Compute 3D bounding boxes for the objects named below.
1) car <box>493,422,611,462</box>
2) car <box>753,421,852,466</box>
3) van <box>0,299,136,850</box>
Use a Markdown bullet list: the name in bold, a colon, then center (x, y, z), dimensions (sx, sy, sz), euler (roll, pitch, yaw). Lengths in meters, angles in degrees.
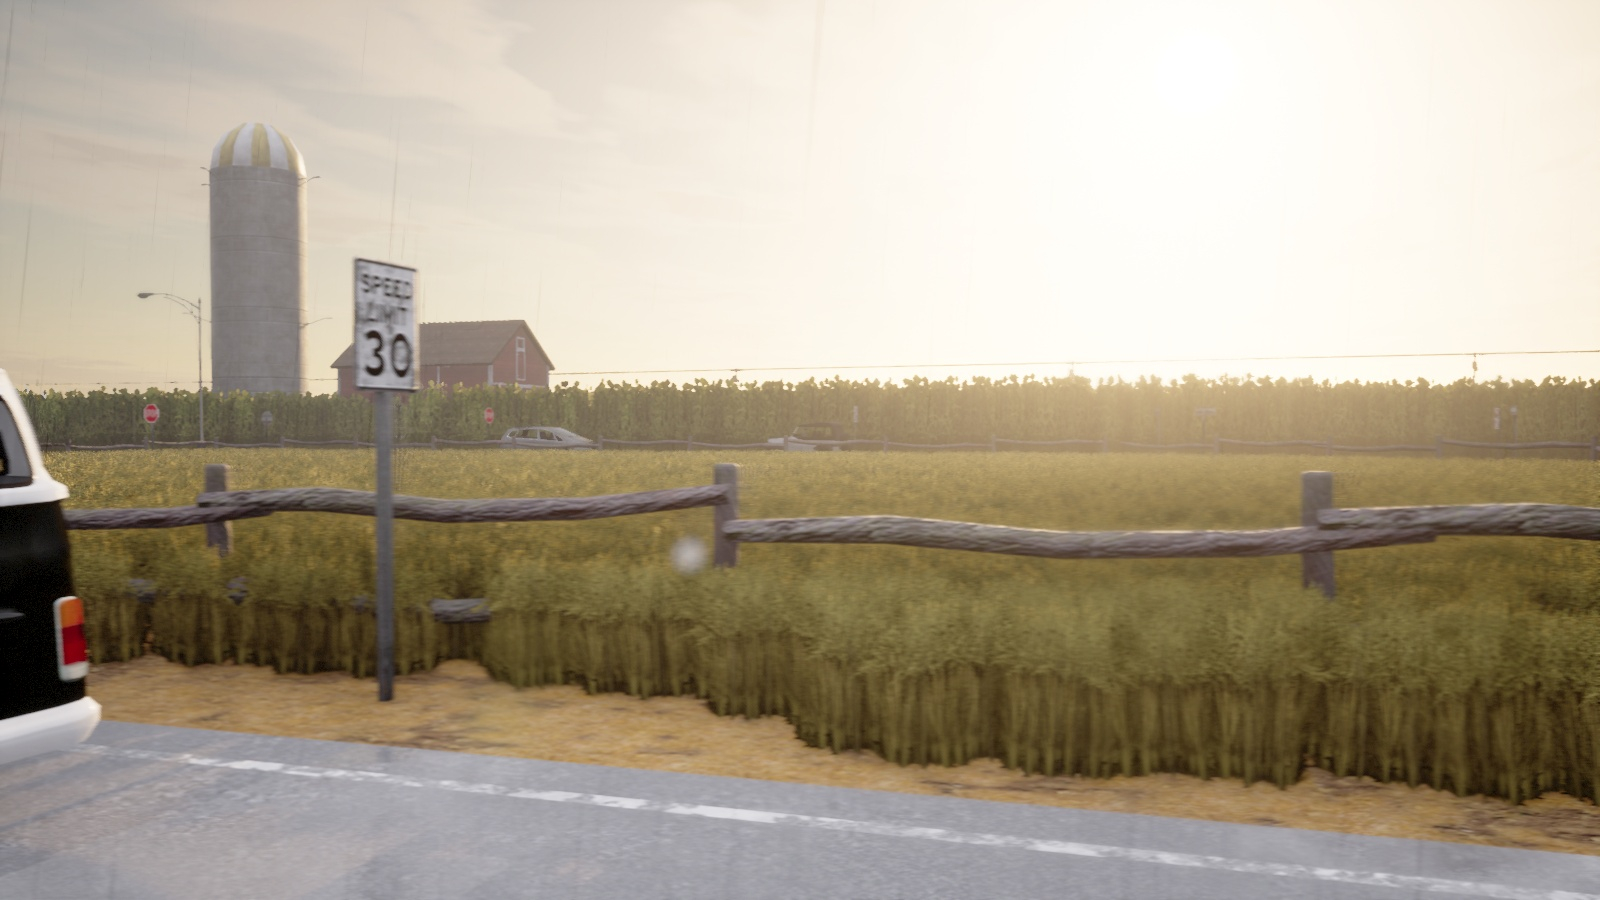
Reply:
- **car**: center (-10.938, -0.374, 55.504), dimensions (4.611, 1.667, 2.242), euler (1, 1, 19)
- **car**: center (0.117, -0.300, 54.944), dimensions (3.866, 1.878, 1.905), euler (1, 1, 19)
- **van**: center (-5.212, 0.450, 4.946), dimensions (4.480, 2.038, 2.069), euler (0, 1, 19)
